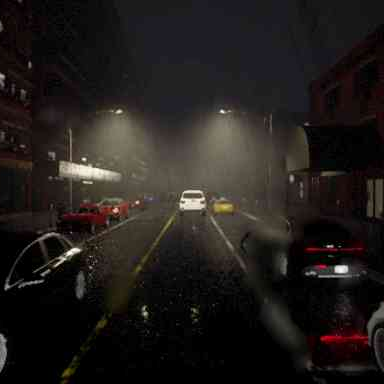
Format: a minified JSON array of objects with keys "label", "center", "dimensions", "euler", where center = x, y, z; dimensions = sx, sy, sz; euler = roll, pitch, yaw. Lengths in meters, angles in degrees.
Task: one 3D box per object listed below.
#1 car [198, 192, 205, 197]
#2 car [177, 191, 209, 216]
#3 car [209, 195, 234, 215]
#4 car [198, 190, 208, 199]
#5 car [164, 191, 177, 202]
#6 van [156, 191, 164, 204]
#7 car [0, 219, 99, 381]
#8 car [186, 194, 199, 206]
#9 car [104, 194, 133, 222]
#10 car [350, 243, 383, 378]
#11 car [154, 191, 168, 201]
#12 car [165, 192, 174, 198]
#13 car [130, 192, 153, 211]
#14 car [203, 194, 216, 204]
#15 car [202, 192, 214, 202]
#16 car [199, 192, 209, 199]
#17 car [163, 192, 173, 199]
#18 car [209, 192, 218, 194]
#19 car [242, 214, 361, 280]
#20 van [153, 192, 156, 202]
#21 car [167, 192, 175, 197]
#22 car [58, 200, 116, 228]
[{"label":"car","center":[2.676,0.676,95.371],"dimensions":[1.947,1.339,4.313],"euler":[0,0,0]},{"label":"car","center":[0.077,0.926,28.854],"dimensions":[2.150,2.045,5.566],"euler":[0,1,0]},{"label":"car","center":[2.687,1.226,29.073],"dimensions":[1.752,1.417,4.829],"euler":[0,1,0]},{"label":"car","center":[2.680,0.561,78.754],"dimensions":[2.192,1.841,5.009],"euler":[0,0,0]},{"label":"car","center":[-3.036,0.941,55.838],"dimensions":[2.128,1.511,4.902],"euler":[0,0,1]},{"label":"van","center":[-5.697,0.832,51.055],"dimensions":[1.690,1.788,3.998],"euler":[0,1,0]},{"label":"car","center":[-3.102,1.448,5.175],"dimensions":[1.837,1.490,4.892],"euler":[0,1,0]},{"label":"car","center":[0.079,1.064,45.928],"dimensions":[1.812,1.442,4.674],"euler":[0,1,0]},{"label":"car","center":[-5.692,1.197,23.361],"dimensions":[1.967,1.590,4.097],"euler":[0,1,0]},{"label":"car","center":[3.148,1.500,2.313],"dimensions":[1.812,1.442,4.674],"euler":[0,1,0]},{"label":"car","center":[-5.698,0.706,62.133],"dimensions":[2.192,1.841,5.009],"euler":[0,1,0]},{"label":"car","center":[-5.702,0.749,84.292],"dimensions":[2.008,1.369,4.403],"euler":[0,0,0]},{"label":"car","center":[-5.694,0.962,34.438],"dimensions":[2.192,1.841,5.009],"euler":[0,1,0]},{"label":"car","center":[2.684,1.015,51.228],"dimensions":[1.752,1.417,4.829],"euler":[0,1,0]},{"label":"car","center":[2.683,0.881,56.597],"dimensions":[1.967,1.590,4.097],"euler":[0,1,0]},{"label":"car","center":[2.680,0.734,73.215],"dimensions":[1.967,1.590,4.097],"euler":[0,1,0]},{"label":"car","center":[-5.701,0.811,78.755],"dimensions":[1.947,1.339,4.313],"euler":[0,1,0]},{"label":"car","center":[2.685,0.857,45.517],"dimensions":[2.192,1.841,5.009],"euler":[0,1,0]},{"label":"car","center":[2.972,1.404,9.655],"dimensions":[1.837,1.490,4.892],"euler":[0,1,-7]},{"label":"van","center":[-5.695,0.935,39.978],"dimensions":[1.690,1.788,3.998],"euler":[0,1,0]},{"label":"car","center":[-5.703,0.704,89.830],"dimensions":[2.008,1.369,4.403],"euler":[0,0,0]},{"label":"car","center":[-5.691,1.358,17.824],"dimensions":[1.887,1.381,4.507],"euler":[0,1,0]}]
